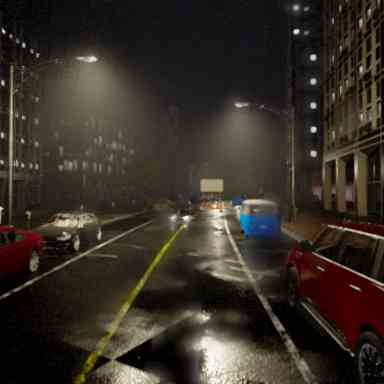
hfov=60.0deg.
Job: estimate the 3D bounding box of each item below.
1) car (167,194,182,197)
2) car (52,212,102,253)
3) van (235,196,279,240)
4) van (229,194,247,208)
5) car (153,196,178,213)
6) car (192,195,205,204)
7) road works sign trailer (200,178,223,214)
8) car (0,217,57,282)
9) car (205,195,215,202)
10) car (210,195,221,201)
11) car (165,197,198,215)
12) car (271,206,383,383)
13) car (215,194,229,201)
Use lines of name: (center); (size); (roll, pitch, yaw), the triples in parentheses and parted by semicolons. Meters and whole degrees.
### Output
car: (-2.301, 1.212, 41.810); (2.192, 1.841, 5.009); (1, 0, 8)
car: (-4.948, 1.519, 13.512); (2.008, 1.369, 4.403); (1, 0, 2)
van: (3.233, 1.301, 16.325); (1.690, 1.788, 3.998); (1, 0, 4)
van: (6.367, 1.212, 45.624); (1.690, 1.788, 3.998); (1, 0, 9)
car: (-3.056, 1.437, 36.023); (1.752, 1.417, 4.829); (1, 0, 7)
car: (0.539, 1.419, 58.755); (1.947, 1.339, 4.313); (1, 0, 11)
road works sign trailer: (2.062, 0.372, 34.633); (2.380, 3.560, 2.880); (0, 0, 8)
car: (-5.165, 1.526, 7.825); (1.887, 1.381, 4.507); (1, 0, 1)
car: (2.941, 1.389, 69.901); (1.947, 1.339, 4.313); (1, 0, 13)
car: (5.733, 1.376, 80.898); (1.802, 1.307, 4.206); (1, 0, 15)
car: (-0.937, 1.464, 32.767); (2.033, 1.411, 5.357); (0, 0, 6)
car: (2.783, 1.307, 4.624); (2.192, 1.841, 5.009); (1, 0, 2)
car: (6.289, 1.289, 72.910); (1.837, 1.490, 4.892); (0, 0, 14)
